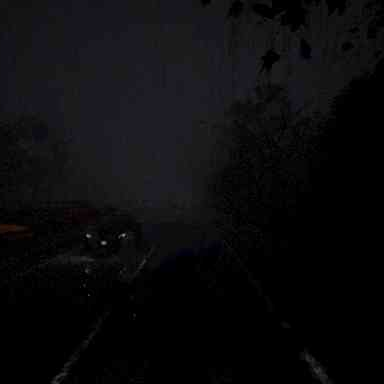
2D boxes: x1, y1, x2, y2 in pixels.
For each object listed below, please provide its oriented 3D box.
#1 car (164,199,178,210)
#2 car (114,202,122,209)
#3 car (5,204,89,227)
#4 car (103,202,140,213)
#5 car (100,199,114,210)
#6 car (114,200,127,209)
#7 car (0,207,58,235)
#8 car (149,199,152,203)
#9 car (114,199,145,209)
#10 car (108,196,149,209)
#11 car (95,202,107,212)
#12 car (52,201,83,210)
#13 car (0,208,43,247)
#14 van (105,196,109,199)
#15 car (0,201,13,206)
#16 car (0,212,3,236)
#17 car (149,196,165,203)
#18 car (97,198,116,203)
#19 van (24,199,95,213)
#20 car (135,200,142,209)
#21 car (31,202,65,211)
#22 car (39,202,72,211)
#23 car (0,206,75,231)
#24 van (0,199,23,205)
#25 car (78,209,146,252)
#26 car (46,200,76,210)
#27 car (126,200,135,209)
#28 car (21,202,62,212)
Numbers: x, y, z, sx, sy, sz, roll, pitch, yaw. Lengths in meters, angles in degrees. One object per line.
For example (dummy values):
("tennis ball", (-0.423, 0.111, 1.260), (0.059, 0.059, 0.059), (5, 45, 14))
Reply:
("car", (-3.438, 2.363, 57.268), (1.895, 1.301, 4.718), (0, -1, 0))
("car", (-10.266, 1.957, 34.686), (4.892, 1.521, 2.231), (0, -1, 0))
("car", (-10.251, 1.828, 23.581), (4.792, 1.488, 2.163), (0, -1, 0))
("car", (-10.269, 2.243, 48.552), (4.892, 1.521, 2.231), (0, -1, 0))
("car", (-10.306, 1.787, 31.909), (4.553, 1.767, 2.185), (0, -1, 0))
("car", (-10.456, 2.002, 37.453), (5.366, 1.575, 1.946), (0, -1, 0))
("car", (-10.255, 1.754, 18.029), (4.792, 1.488, 2.163), (0, -1, 0))
("car", (-10.226, 2.517, 59.654), (4.792, 1.488, 2.163), (0, -1, 0))
("car", (-10.447, 2.300, 51.328), (5.366, 1.575, 1.946), (0, -1, 0))
("car", (-10.288, 2.113, 54.109), (5.566, 2.045, 2.435), (0, -1, 0))
("car", (-10.306, 1.903, 29.134), (4.792, 1.488, 2.163), (0, -1, 0))
("car", (-23.329, 2.545, 62.310), (5.008, 1.535, 2.097), (0, -1, 0))
("car", (-10.100, 1.684, 15.254), (5.366, 1.575, 1.946), (0, -1, 0))
("van", (-23.453, 2.133, 89.414), (4.442, 1.987, 1.878), (1, -1, 0))
("car", (-23.379, 2.033, 37.384), (4.792, 1.488, 2.163), (0, -1, 0))
("car", (-10.294, 1.651, 12.478), (4.892, 1.521, 2.231), (0, -1, 0))
("car", (-10.470, 2.389, 89.474), (4.792, 1.488, 2.163), (0, -1, 0))
("car", (-23.578, 2.436, 92.083), (4.674, 1.452, 2.002), (0, -1, 0))
("van", (-10.395, 1.610, 26.361), (4.442, 1.987, 1.878), (0, -1, 0))
("car", (-10.080, 2.178, 45.777), (5.366, 1.575, 1.946), (0, -1, 0))
("car", (-23.336, 2.404, 54.124), (4.674, 1.452, 2.002), (0, -1, 0))
("car", (-23.308, 2.455, 56.894), (4.792, 1.488, 2.163), (0, -1, 0))
("car", (-10.253, 1.791, 20.805), (4.792, 1.488, 2.163), (0, -1, 0))
("van", (-23.465, 1.832, 40.160), (4.442, 1.987, 1.878), (0, -1, 0))
("car", (-3.366, 1.708, 15.031), (1.812, 1.442, 4.674), (0, -1, 0))
("car", (-23.367, 2.358, 59.542), (4.553, 1.767, 2.185), (0, -1, 0))
("car", (-10.083, 2.055, 40.105), (5.366, 1.575, 1.946), (0, -1, 0))
("car", (-23.155, 2.300, 51.356), (5.366, 1.575, 1.946), (0, -1, 0))
